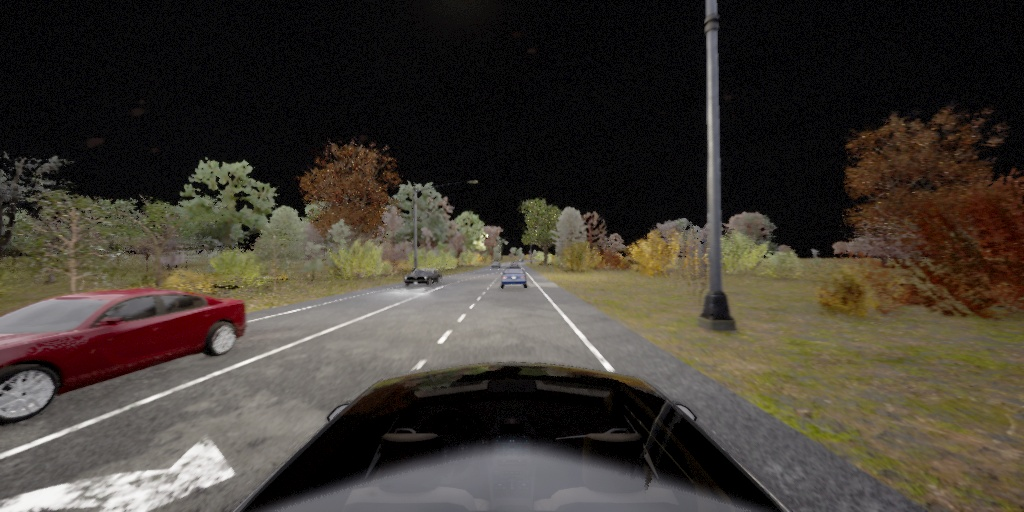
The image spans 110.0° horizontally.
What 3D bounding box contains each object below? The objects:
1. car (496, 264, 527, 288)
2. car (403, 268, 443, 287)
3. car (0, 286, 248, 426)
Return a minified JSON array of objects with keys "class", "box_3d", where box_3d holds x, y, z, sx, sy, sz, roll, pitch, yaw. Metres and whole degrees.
[{"class":"car","box_3d":[0.132,1.505,26.152,2.033,1.411,5.357,-1,0,0]},{"class":"car","box_3d":[-6.769,1.636,27.677,1.895,1.301,4.718,-1,0,2]},{"class":"car","box_3d":[-7.002,1.334,6.102,1.882,1.535,5.008,-1,-1,0]}]
